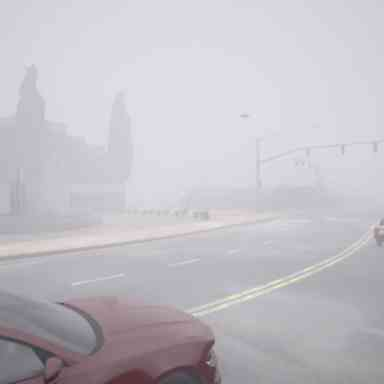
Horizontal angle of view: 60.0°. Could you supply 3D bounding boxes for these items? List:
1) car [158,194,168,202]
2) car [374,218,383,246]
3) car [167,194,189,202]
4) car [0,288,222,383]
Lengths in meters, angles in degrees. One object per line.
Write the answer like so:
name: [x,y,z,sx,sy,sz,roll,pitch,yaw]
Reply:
car: [-5.675,1.497,80.609,1.905,1.878,3.866,-1,0,35]
car: [9.280,1.601,14.474,1.895,1.301,4.718,-1,0,36]
car: [-3.312,1.715,78.933,1.970,1.475,3.806,-1,0,35]
car: [-2.004,1.502,2.527,5.008,1.535,1.882,0,0,-36]
